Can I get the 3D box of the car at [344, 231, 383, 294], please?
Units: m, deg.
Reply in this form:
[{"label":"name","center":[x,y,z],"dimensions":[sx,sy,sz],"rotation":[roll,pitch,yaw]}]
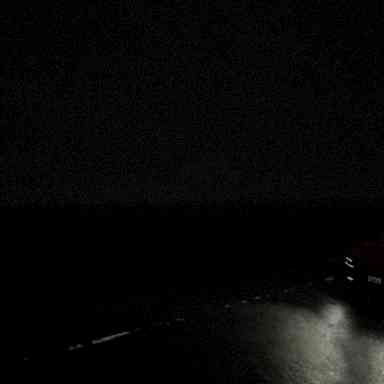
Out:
[{"label":"car","center":[5.654,1.466,8.041],"dimensions":[5.008,1.535,1.882],"rotation":[0,0,-35]}]
